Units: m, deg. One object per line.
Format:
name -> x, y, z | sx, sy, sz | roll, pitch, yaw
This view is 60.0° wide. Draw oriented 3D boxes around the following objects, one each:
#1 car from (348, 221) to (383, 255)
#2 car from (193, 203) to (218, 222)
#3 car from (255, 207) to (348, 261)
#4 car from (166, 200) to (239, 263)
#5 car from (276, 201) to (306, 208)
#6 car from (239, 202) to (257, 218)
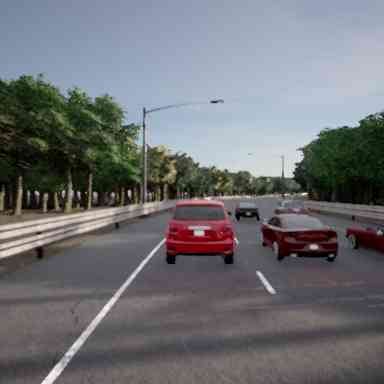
car -> 7.316, 1.678, 11.930 | 1.895, 1.301, 4.718 | 0, 0, 2
car -> 1.251, 1.734, 28.888 | 1.994, 1.385, 4.181 | 0, 0, 5
car -> 3.846, 1.556, 12.685 | 1.882, 1.535, 5.008 | 0, -1, 2
car -> 0.328, 1.298, 12.394 | 2.150, 2.045, 5.566 | 0, 0, 2
car -> 8.181, 1.519, 27.732 | 2.097, 1.767, 4.553 | 0, 0, 5
car -> 4.832, 1.656, 29.764 | 1.882, 1.535, 5.008 | 0, 0, 5
